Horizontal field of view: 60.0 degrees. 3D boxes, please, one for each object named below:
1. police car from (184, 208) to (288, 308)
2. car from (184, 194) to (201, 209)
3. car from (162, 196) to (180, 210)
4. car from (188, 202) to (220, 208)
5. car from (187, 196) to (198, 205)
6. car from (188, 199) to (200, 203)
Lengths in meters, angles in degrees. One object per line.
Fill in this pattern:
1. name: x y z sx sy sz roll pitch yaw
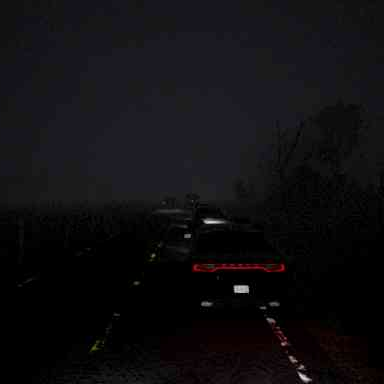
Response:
1. police car: 0.832 1.426 8.165 1.930 1.638 5.238 0 0 0
2. car: 0.073 1.251 45.948 2.150 2.045 5.566 0 0 1
3. car: -2.717 1.378 43.930 2.097 1.767 4.553 0 0 0
4. car: 0.839 1.509 18.055 1.837 1.490 4.892 0 0 0
5. car: 0.047 1.534 60.562 1.882 1.535 5.008 0 0 0
6. car: 0.844 1.511 24.055 1.837 1.490 4.892 0 0 0
